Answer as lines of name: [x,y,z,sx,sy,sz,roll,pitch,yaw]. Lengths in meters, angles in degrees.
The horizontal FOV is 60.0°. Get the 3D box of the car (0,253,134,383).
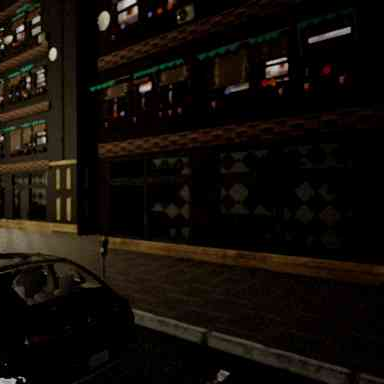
car: [-2.780,1.579,4.857,4.403,1.369,2.008,0,0,35]
